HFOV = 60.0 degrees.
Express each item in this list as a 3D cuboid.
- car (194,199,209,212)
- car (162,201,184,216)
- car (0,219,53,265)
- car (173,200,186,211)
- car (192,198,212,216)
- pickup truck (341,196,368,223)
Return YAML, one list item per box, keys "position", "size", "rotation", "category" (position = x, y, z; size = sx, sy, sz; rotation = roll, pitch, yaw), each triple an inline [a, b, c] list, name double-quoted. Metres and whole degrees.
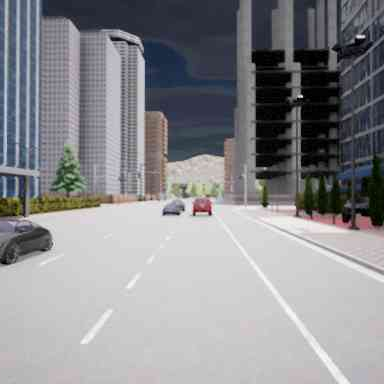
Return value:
- position: [1.453, 1.934, 48.958]
  size: [2.097, 1.767, 4.553]
  rotation: [0, -1, 2]
  category: "car"
- position: [-2.333, 2.022, 38.727]
  size: [1.994, 1.385, 4.181]
  rotation: [0, -1, 2]
  category: "car"
- position: [-6.779, 1.703, 12.086]
  size: [1.994, 1.385, 4.181]
  rotation: [0, -1, 2]
  category: "car"
- position: [-2.053, 1.928, 48.724]
  size: [2.097, 1.767, 4.553]
  rotation: [0, -1, 2]
  category: "car"
- position: [1.161, 1.678, 38.392]
  size: [2.150, 2.045, 5.566]
  rotation: [0, -1, 1]
  category: "car"
- position: [13.862, 1.393, 27.073]
  size: [2.390, 2.098, 6.274]
  rotation: [0, -1, 32]
  category: "pickup truck"
